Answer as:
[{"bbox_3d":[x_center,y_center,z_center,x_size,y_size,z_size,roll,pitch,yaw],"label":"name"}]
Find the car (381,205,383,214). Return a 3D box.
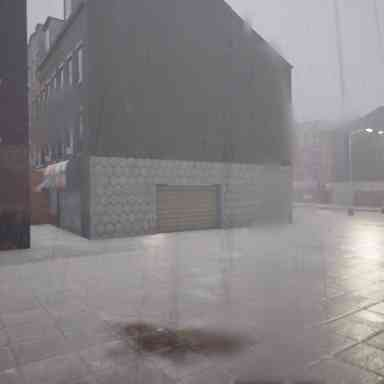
[{"bbox_3d":[18.025,1.452,27.093,1.812,1.442,4.674,-1,2,-34],"label":"car"}]
